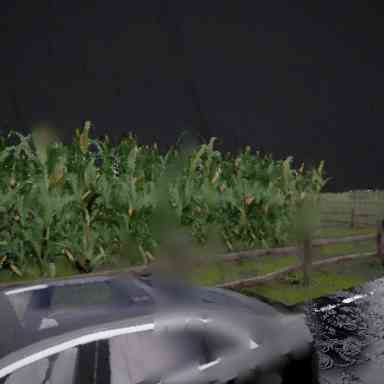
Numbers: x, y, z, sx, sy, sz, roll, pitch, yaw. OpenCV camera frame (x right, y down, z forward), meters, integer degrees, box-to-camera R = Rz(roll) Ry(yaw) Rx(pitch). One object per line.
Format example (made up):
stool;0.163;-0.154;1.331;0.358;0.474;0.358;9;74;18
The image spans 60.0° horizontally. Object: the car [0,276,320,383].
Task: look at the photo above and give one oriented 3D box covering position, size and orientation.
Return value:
car;-1.134;1.493;2.262;4.902;1.511;2.128;0;0;-35
